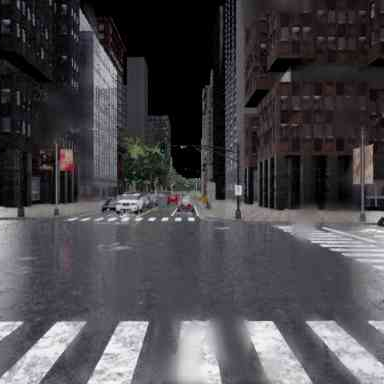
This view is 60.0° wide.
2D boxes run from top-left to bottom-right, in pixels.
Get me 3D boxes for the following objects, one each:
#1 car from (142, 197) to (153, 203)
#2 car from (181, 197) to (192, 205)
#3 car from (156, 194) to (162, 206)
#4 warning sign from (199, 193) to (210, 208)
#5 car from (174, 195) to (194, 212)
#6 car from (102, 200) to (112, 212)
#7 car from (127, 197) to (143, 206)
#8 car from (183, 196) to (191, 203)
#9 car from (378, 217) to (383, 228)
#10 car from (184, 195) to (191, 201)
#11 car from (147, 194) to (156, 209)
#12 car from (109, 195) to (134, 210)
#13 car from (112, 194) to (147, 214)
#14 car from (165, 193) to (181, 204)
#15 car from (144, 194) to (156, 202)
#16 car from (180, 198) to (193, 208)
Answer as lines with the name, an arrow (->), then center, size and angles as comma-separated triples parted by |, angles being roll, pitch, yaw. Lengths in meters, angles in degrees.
car -> -9.547, 1.661, 71.394 | 1.802, 1.307, 4.206 | 0, 0, -1
car -> -0.921, 1.596, 60.615 | 1.887, 1.381, 4.507 | 0, 0, -1
car -> -6.720, 1.392, 55.704 | 2.097, 1.767, 4.553 | 0, 0, 0
warning sign -> 1.558, 1.127, 42.608 | 1.300, 1.860, 1.060 | 0, 0, -1
car -> -0.719, 1.444, 38.916 | 1.967, 1.590, 4.097 | 0, 0, -1
car -> -9.243, 1.570, 38.839 | 1.947, 1.339, 4.313 | 0, 0, -1
car -> -9.393, 1.564, 54.946 | 1.752, 1.417, 4.829 | 0, 0, -1
car -> -1.024, 1.604, 71.635 | 1.752, 1.417, 4.829 | 0, 0, -1
car -> 14.091, 1.785, 20.903 | 4.181, 1.385, 1.994 | 1, 0, 0
car -> -1.175, 1.564, 87.739 | 1.967, 1.590, 4.097 | 0, 0, -1
car -> -6.636, 1.370, 45.503 | 2.097, 1.767, 4.553 | 0, 0, 0
car -> -9.295, 1.330, 44.265 | 2.192, 1.841, 5.009 | 0, 0, -1
car -> -6.547, 1.219, 35.478 | 2.150, 2.045, 5.566 | 0, 0, -1
car -> -3.622, 1.285, 65.106 | 2.150, 2.045, 5.566 | 0, 0, -1
car -> -9.599, 1.408, 76.820 | 2.192, 1.841, 5.009 | 0, 0, -1
car -> -0.819, 1.609, 49.765 | 1.802, 1.307, 4.206 | 0, 0, -1
